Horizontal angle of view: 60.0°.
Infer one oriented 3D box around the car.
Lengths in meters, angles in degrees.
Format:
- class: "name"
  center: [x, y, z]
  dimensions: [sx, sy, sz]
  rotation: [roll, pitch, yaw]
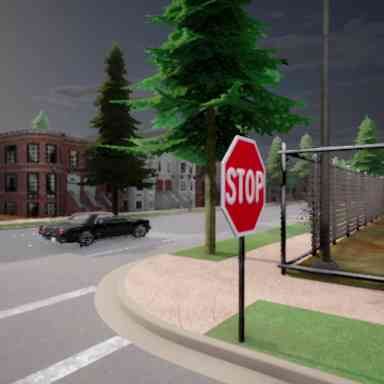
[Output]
- class: "car"
  center: [-3.993, 1.531, 14.618]
  dimensions: [1.895, 1.301, 4.718]
  rotation: [0, 0, 37]
